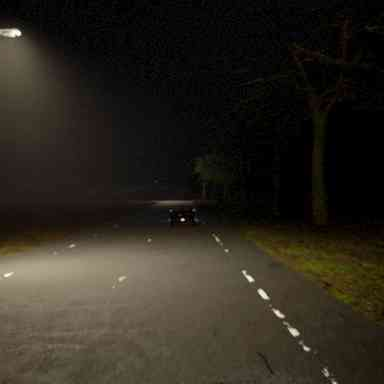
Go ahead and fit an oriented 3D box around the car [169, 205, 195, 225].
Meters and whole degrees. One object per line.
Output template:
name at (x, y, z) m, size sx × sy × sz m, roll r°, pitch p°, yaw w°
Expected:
car at (-0.782, 1.850, 27.539) m, size 1.837 × 1.490 × 4.892 m, roll -1°, pitch -1°, yaw -2°
